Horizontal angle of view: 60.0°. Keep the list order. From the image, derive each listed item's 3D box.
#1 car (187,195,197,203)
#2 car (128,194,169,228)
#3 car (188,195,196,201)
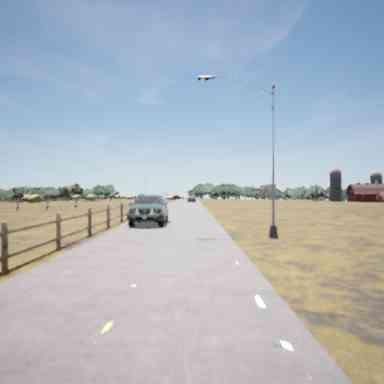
[{"bbox_3d":[-0.047,1.506,71.804,2.128,1.511,4.902,0,0,0],"label":"car"},{"bbox_3d":[-2.783,1.159,22.247,2.150,2.045,5.566,0,0,0],"label":"car"},{"bbox_3d":[-0.054,1.528,81.847,1.994,1.385,4.181,0,0,0],"label":"car"}]
